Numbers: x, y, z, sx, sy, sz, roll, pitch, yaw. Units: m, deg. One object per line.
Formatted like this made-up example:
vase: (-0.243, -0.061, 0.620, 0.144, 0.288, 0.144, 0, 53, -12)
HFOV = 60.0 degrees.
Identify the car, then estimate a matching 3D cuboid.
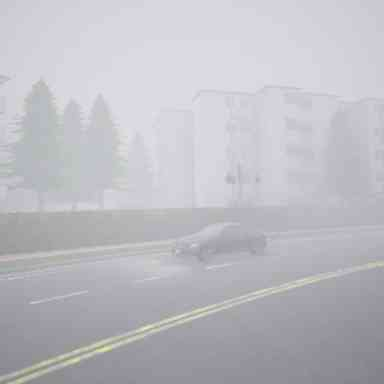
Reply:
car: (1.331, 2.095, 14.523, 4.674, 1.442, 1.812, 0, -3, -35)
